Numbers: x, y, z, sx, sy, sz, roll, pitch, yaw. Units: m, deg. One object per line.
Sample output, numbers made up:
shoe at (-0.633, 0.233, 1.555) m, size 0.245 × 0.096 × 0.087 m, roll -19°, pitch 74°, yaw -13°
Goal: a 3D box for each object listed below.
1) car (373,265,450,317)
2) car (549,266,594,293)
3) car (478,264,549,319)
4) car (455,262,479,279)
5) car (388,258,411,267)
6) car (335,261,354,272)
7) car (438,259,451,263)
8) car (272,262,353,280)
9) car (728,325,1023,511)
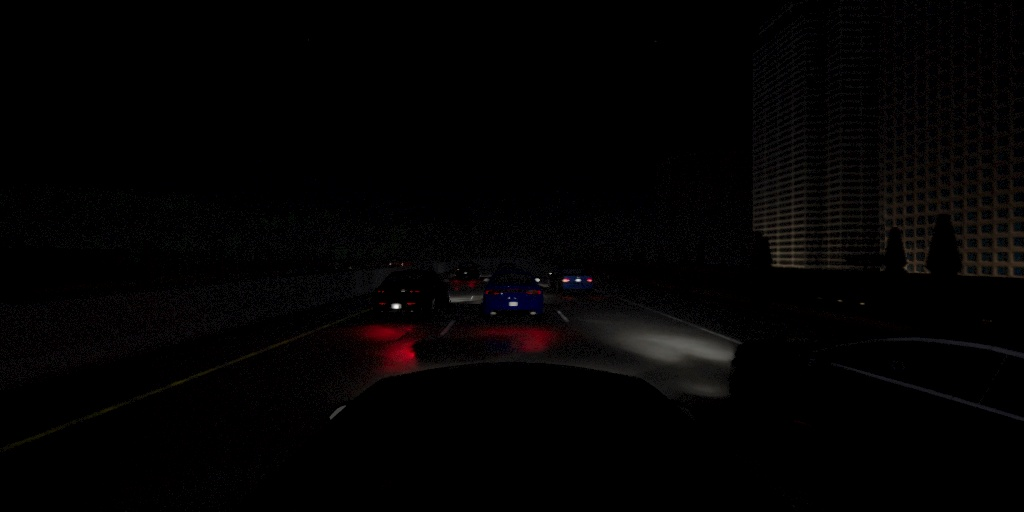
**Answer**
car at (-3.505, 1.254, 13.158) m, size 1.837 × 1.490 × 4.892 m, roll 0°, pitch 0°, yaw -1°
car at (3.328, 1.297, 20.921) m, size 2.033 × 1.411 × 5.357 m, roll 0°, pitch 0°, yaw -2°
car at (0.003, 1.227, 12.783) m, size 1.882 × 1.535 × 5.008 m, roll 0°, pitch 0°, yaw -1°
car at (-4.030, 1.274, 32.819) m, size 1.812 × 1.442 × 4.674 m, roll 0°, pitch 0°, yaw -2°
car at (-15.119, 1.099, 48.556) m, size 2.097 × 1.767 × 4.553 m, roll 0°, pitch 0°, yaw -1°
car at (-18.349, 1.273, 38.077) m, size 1.812 × 1.442 × 4.674 m, roll 0°, pitch 0°, yaw -2°
car at (-12.019, 1.259, 63.598) m, size 1.882 × 1.535 × 5.008 m, roll 0°, pitch 0°, yaw -2°
car at (-10.828, 1.240, 19.269) m, size 2.128 × 1.511 × 4.902 m, roll 0°, pitch 0°, yaw -1°
car at (3.597, 1.242, 2.481) m, size 2.128 × 1.511 × 4.902 m, roll 0°, pitch 0°, yaw 0°
